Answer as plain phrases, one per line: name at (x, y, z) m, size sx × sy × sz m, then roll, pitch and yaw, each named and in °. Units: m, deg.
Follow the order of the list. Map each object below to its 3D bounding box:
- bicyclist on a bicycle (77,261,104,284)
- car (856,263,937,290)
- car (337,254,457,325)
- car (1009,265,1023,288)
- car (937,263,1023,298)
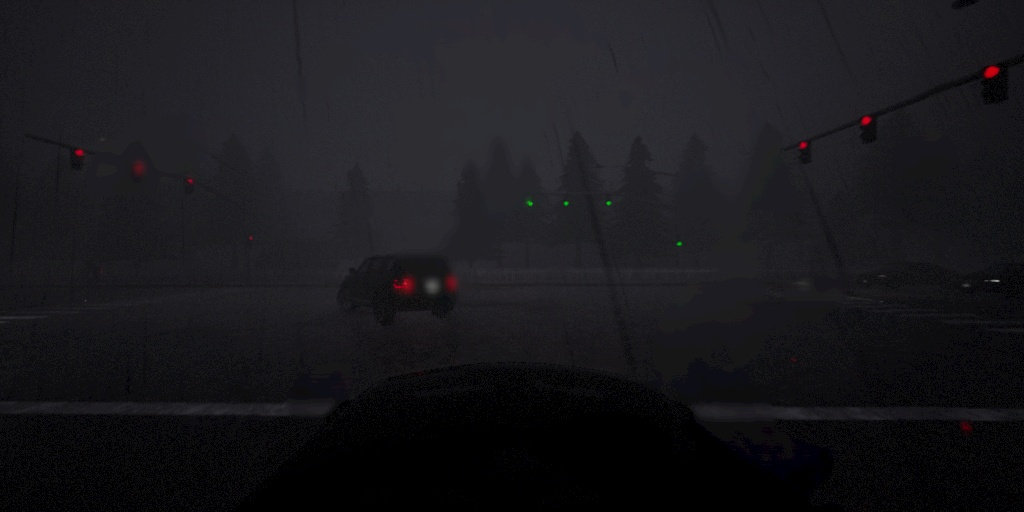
bicyclist on a bicycle at (-29.274, 1.138, 24.937) m, size 0.582 × 1.620 × 1.656 m, roll 0°, pitch 0°, yaw 1°
car at (22.207, 1.129, 20.122) m, size 4.674 × 1.442 × 1.812 m, roll 0°, pitch 0°, yaw 1°
car at (-4.027, 0.967, 12.195) m, size 2.150 × 2.045 × 5.566 m, roll 1°, pitch -1°, yaw -41°
car at (31.309, 1.163, 19.873) m, size 4.718 × 1.301 × 1.895 m, roll 0°, pitch 0°, yaw 3°
car at (23.556, 1.087, 16.588) m, size 4.902 × 1.511 × 2.128 m, roll 0°, pitch 0°, yaw 2°
